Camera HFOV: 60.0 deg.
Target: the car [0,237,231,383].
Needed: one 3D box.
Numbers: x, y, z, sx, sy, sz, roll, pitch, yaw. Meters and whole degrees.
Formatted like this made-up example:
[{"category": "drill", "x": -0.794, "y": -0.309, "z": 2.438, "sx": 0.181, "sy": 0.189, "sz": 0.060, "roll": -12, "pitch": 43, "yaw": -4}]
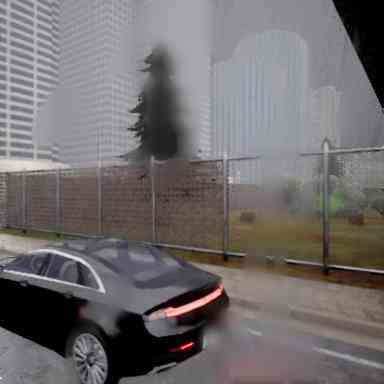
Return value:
[{"category": "car", "x": -1.766, "y": 1.485, "z": 5.258, "sx": 4.902, "sy": 1.511, "sz": 2.128, "roll": 0, "pitch": 0, "yaw": 35}]
